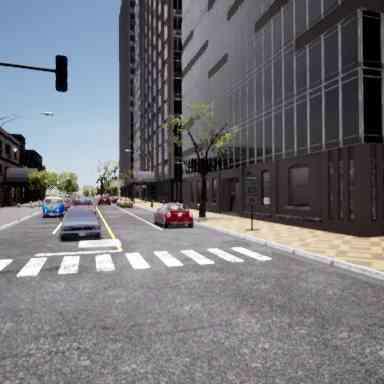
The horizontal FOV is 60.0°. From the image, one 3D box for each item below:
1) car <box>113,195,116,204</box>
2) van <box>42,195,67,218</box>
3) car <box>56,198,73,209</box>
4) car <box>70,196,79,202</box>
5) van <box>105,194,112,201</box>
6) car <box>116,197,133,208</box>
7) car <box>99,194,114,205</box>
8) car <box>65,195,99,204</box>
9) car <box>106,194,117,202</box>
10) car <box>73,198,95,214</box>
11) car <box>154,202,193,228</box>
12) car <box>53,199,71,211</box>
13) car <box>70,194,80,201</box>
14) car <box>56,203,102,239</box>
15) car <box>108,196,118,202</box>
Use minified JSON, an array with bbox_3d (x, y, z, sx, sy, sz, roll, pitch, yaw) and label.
[{"bbox_3d":[-11.316,1.553,54.175,1.752,1.417,4.829,1,0,-17],"label":"car"},{"bbox_3d":[-12.632,1.355,30.394,1.690,1.788,3.998,1,0,-17],"label":"van"},{"bbox_3d":[-17.608,1.587,46.234,1.947,1.339,4.313,1,0,-17],"label":"car"},{"bbox_3d":[-27.501,1.562,77.755,1.752,1.417,4.829,1,0,-17],"label":"car"},{"bbox_3d":[-22.866,1.387,90.979,1.690,1.788,3.998,1,0,-17],"label":"van"},{"bbox_3d":[-9.659,1.550,48.895,1.752,1.417,4.829,1,0,-17],"label":"car"},{"bbox_3d":[-15.132,1.380,57.310,2.097,1.767,4.553,0,0,-17],"label":"car"},{"bbox_3d":[-8.911,1.365,27.160,2.097,1.767,4.553,0,0,-17],"label":"car"},{"bbox_3d":[-19.551,1.355,80.418,2.192,1.841,5.009,1,0,-17],"label":"car"},{"bbox_3d":[-11.992,1.509,37.069,2.128,1.511,4.902,0,0,-17],"label":"car"},{"bbox_3d":[-1.318,1.452,22.328,1.967,1.590,4.097,1,0,-17],"label":"car"},{"bbox_3d":[-15.950,1.601,40.953,1.802,1.307,4.206,1,0,-17],"label":"car"},{"bbox_3d":[-29.206,1.354,83.198,2.192,1.841,5.009,1,0,-17],"label":"car"},{"bbox_3d":[-5.974,1.555,17.707,2.033,1.411,5.357,0,0,-21],"label":"car"},{"bbox_3d":[-17.947,1.563,75.298,1.752,1.417,4.829,1,0,-17],"label":"car"}]
